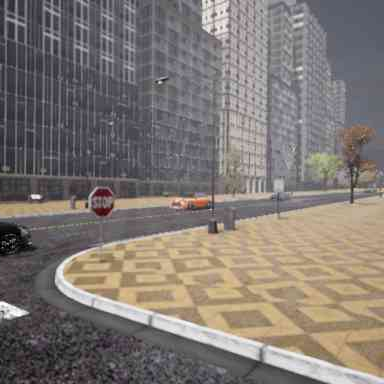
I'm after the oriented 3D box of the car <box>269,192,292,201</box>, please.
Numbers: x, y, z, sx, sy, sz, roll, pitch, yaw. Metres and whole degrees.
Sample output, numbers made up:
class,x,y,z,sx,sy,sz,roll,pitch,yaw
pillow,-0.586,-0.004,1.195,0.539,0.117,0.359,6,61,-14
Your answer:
class,x,y,z,sx,sy,sz,roll,pitch,yaw
car,13.552,0.646,50.442,2.033,1.411,5.357,1,1,36

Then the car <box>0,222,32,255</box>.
class,x,y,z,sx,sy,sz,roll,pitch,yaw
car,-7.734,1.424,10.603,2.128,1.511,4.902,1,1,36

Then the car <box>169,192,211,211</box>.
class,x,y,z,sx,sy,sz,roll,pitch,yaw
car,-0.134,0.814,32.027,2.097,1.767,4.553,1,1,36
